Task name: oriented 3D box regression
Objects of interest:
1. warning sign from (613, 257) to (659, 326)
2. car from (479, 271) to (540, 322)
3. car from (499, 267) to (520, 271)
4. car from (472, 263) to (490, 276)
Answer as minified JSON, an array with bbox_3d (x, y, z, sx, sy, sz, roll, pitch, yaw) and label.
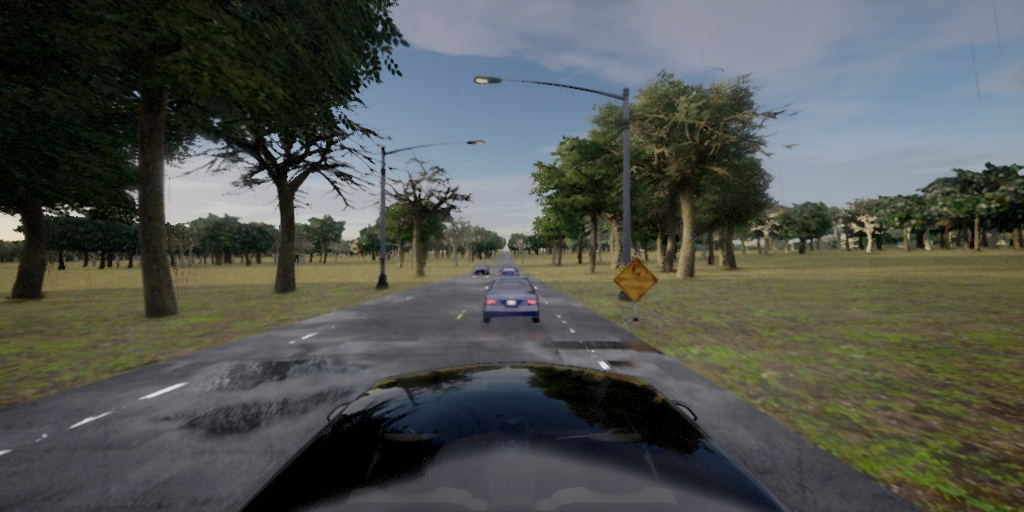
[{"bbox_3d":[3.491,0.964,10.216,1.300,1.860,1.060,0,0,-1],"label":"warning sign"},{"bbox_3d":[-0.029,1.432,12.905,2.033,1.411,5.357,0,-1,0],"label":"car"},{"bbox_3d":[-0.273,1.701,33.624,1.812,1.442,4.674,0,-1,-1],"label":"car"},{"bbox_3d":[-4.136,1.731,48.446,2.097,1.767,4.553,0,-1,-1],"label":"car"}]
